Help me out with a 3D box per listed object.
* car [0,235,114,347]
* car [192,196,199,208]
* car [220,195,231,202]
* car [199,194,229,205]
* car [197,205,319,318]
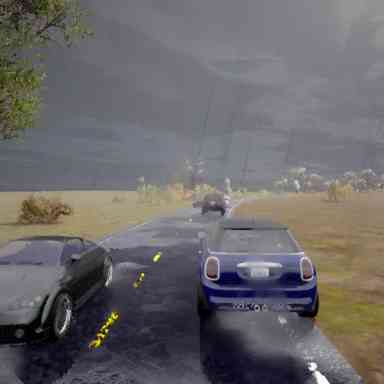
[{"bbox_3d":[-2.934,1.564,6.417,1.994,1.385,4.181,0,0,2],"label":"car"},{"bbox_3d":[1.411,1.333,48.688,2.097,1.767,4.553,0,0,10],"label":"car"},{"bbox_3d":[7.590,1.475,75.535,1.812,1.442,4.674,0,0,15],"label":"car"},{"bbox_3d":[2.298,1.215,33.675,2.150,2.045,5.566,0,0,8],"label":"car"},{"bbox_3d":[1.192,1.352,7.622,2.097,1.767,4.553,0,0,2],"label":"car"}]
